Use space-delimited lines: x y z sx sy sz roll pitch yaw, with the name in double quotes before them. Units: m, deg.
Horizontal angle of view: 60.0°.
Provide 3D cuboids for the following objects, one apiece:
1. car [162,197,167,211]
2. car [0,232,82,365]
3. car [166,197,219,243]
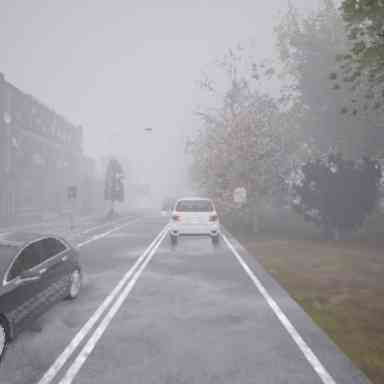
"car" -3.191 1.759 49.684 2.150 2.045 5.566 0 -1 1
"car" -3.346 1.515 5.570 1.837 1.490 4.892 0 0 0
"car" 0.117 1.294 16.553 2.150 2.045 5.566 0 0 0
